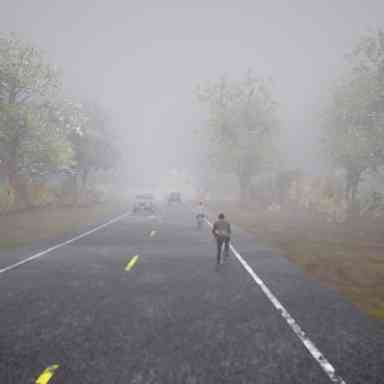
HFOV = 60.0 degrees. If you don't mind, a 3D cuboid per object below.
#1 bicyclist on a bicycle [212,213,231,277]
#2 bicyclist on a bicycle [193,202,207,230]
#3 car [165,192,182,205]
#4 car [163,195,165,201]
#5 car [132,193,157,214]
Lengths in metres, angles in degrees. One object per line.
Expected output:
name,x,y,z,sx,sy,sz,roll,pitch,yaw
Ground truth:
bicyclist on a bicycle,0.836,1.426,9.246,0.582,1.620,1.656,0,0,-1
bicyclist on a bicycle,0.500,1.379,19.546,0.866,1.612,1.509,0,0,-2
car,-2.953,1.009,55.405,2.150,2.045,5.566,0,1,-6
car,-5.290,1.170,73.586,1.882,1.535,5.008,0,0,-8
car,-4.775,1.116,33.683,2.150,2.045,5.566,0,0,-4
